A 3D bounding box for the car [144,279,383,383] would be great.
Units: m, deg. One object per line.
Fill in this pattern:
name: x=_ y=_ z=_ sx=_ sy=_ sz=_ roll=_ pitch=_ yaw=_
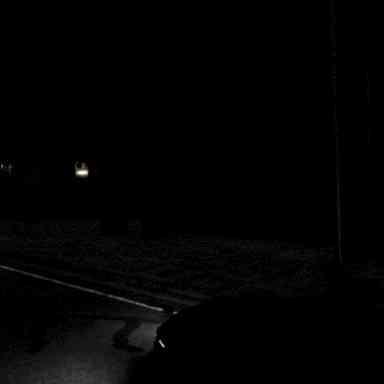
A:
car: x=1.700 y=1.531 z=2.814 sx=4.674 sy=1.442 sz=1.812 roll=-1 pitch=0 yaw=35
